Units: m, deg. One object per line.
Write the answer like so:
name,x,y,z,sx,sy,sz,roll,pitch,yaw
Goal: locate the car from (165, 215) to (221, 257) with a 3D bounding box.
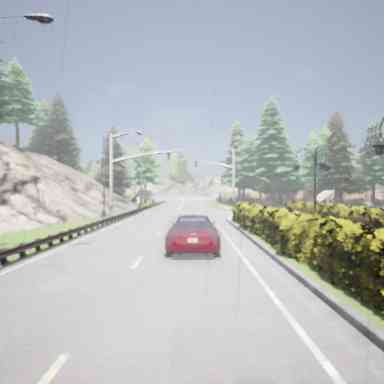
car,0.047,1.572,13.047,1.994,1.385,4.181,0,0,1
